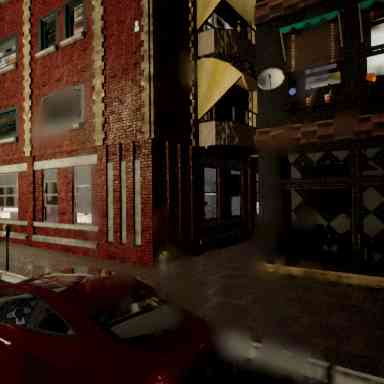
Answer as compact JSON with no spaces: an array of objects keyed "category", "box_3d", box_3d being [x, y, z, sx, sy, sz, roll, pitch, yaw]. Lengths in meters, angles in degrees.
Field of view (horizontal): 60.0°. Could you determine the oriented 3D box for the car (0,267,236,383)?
[{"category":"car","box_3d":[-1.515,1.583,3.934,4.206,1.307,1.802,0,-1,36]}]
